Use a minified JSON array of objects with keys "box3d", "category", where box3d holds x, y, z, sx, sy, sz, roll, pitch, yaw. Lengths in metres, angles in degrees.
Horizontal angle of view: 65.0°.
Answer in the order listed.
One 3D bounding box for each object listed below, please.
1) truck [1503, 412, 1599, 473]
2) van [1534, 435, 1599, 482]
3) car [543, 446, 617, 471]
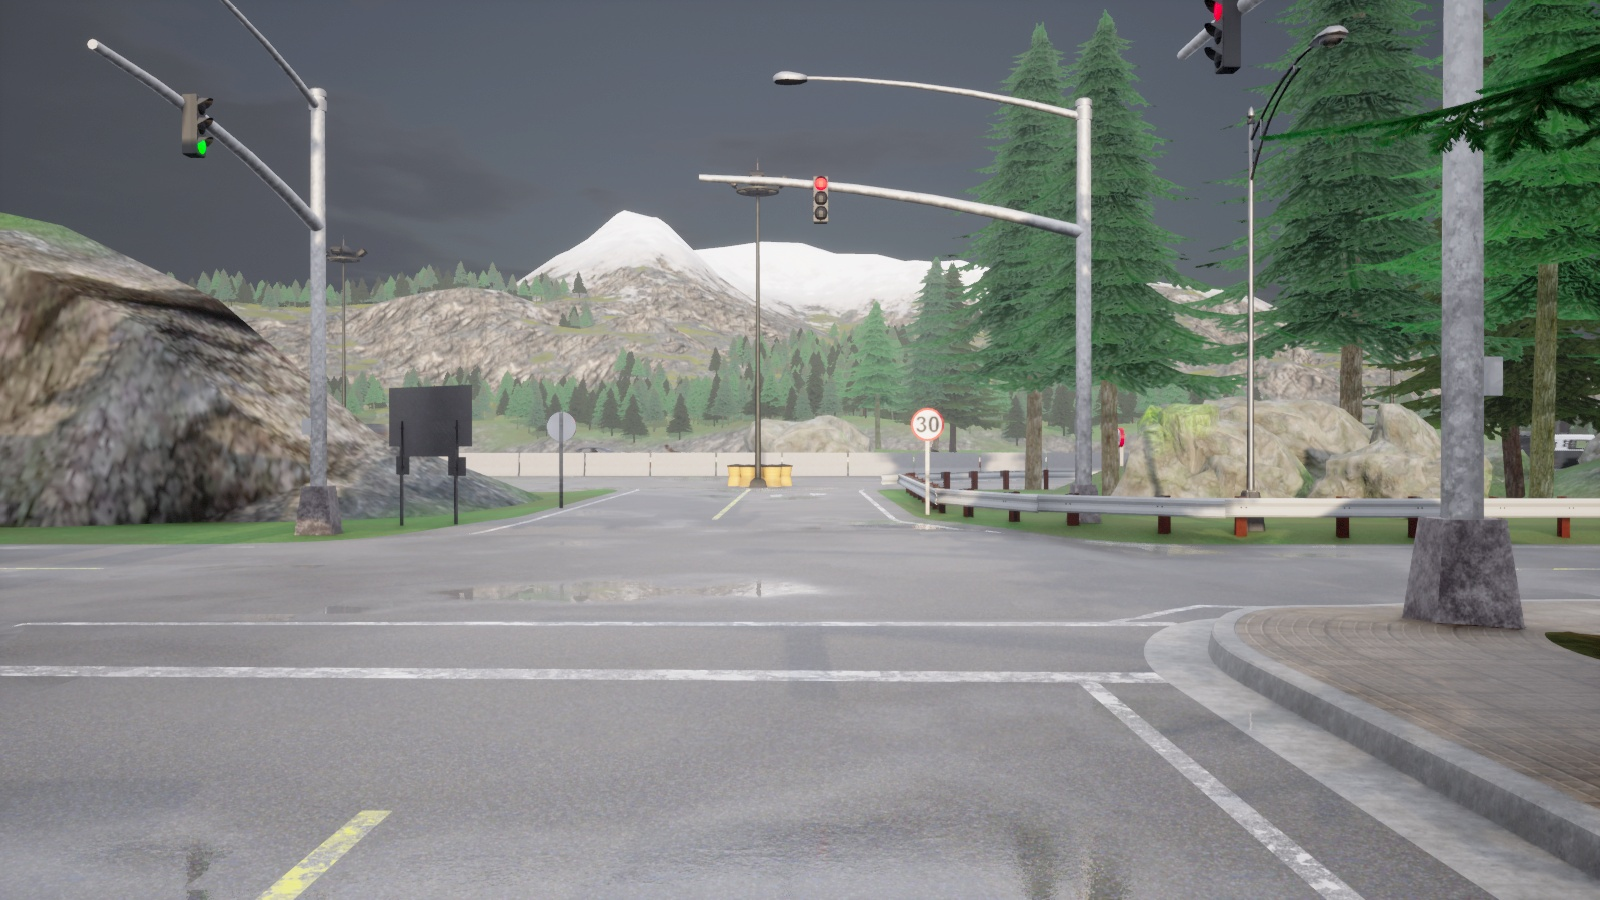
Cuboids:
[{"box3d":[45.545,-0.414,72.851,7.936,3.462,2.891,0,0,0],"category":"truck"},{"box3d":[35.281,0.378,55.442,4.480,2.038,2.069,0,0,0],"category":"van"},{"box3d":[-13.408,0.512,76.778,4.193,1.474,1.816,0,0,0],"category":"car"}]
